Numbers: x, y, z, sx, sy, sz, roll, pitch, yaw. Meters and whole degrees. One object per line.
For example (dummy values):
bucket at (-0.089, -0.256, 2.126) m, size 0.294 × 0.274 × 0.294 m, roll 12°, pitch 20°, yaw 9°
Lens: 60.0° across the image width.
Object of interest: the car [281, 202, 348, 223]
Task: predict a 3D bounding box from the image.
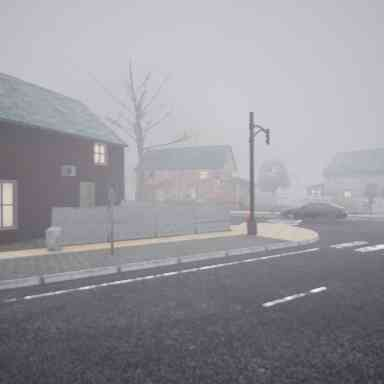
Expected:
car at (8.943, 1.430, 24.503) m, size 4.674 × 1.442 × 1.812 m, roll 0°, pitch 1°, yaw 23°
